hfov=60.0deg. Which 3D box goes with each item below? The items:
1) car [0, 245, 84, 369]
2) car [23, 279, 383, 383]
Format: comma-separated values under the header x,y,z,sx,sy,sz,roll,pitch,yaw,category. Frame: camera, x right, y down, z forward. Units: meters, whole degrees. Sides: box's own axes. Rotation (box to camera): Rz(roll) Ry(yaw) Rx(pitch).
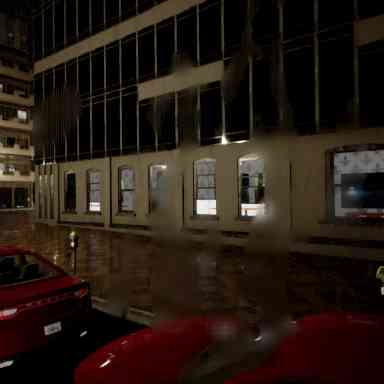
x,y,z,sx,sy,sz,roll,pitch,yaw,category
-3.528,1.546,5.396,4.507,1.381,1.887,0,-1,35,car
1.047,1.545,2.137,4.507,1.381,1.887,0,-1,35,car
